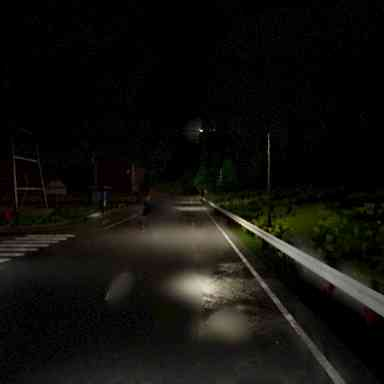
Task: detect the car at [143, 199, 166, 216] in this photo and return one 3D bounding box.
[{"bbox_3d":[-3.571,1.451,32.219,1.882,1.535,5.008,0,0,0],"label":"car"}]
